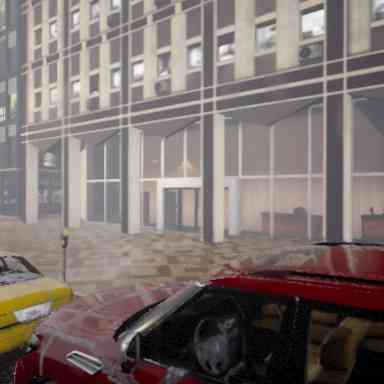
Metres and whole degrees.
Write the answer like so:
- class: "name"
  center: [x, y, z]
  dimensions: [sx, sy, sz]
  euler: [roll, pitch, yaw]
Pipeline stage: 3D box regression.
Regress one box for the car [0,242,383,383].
- class: "car"
  center: [0.849, 1.313, 2.269]
  dimensions: [5.009, 1.841, 2.192]
  euler: [0, 0, 35]
